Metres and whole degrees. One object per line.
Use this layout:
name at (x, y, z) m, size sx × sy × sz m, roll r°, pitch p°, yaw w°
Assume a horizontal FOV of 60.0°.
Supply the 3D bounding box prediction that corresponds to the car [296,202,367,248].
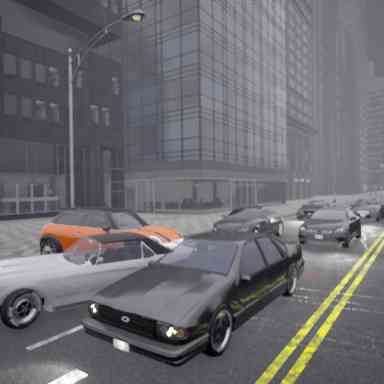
car at (6.037, 1.375, 14.269) m, size 1.812 × 1.442 × 4.674 m, roll -1°, pitch 0°, yaw 35°

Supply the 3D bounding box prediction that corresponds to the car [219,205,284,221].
car at (2.664, 1.392, 15.108) m, size 1.837 × 1.490 × 4.892 m, roll -1°, pitch 0°, yaw 35°

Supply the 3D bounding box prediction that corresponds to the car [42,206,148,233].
car at (-2.419, 1.290, 10.360) m, size 4.553 × 1.767 × 2.097 m, roll 1°, pitch 1°, yaw 22°

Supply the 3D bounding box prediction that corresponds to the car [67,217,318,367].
car at (0.619, 1.510, 6.375) m, size 2.033 × 1.411 × 5.357 m, roll 0°, pitch 1°, yaw 35°

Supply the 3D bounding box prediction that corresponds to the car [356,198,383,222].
car at (12.424, 1.211, 23.521) m, size 2.128 × 1.511 × 4.902 m, roll -1°, pitch 0°, yaw 35°

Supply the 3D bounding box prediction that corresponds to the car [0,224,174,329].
car at (-2.000, 1.586, 7.045) m, size 4.718 × 1.301 × 1.895 m, roll -1°, pitch 0°, yaw -34°

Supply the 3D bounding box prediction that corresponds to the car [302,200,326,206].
car at (9.207, 1.318, 24.581) m, size 1.994 × 1.385 × 4.181 m, roll -1°, pitch 0°, yaw 35°
